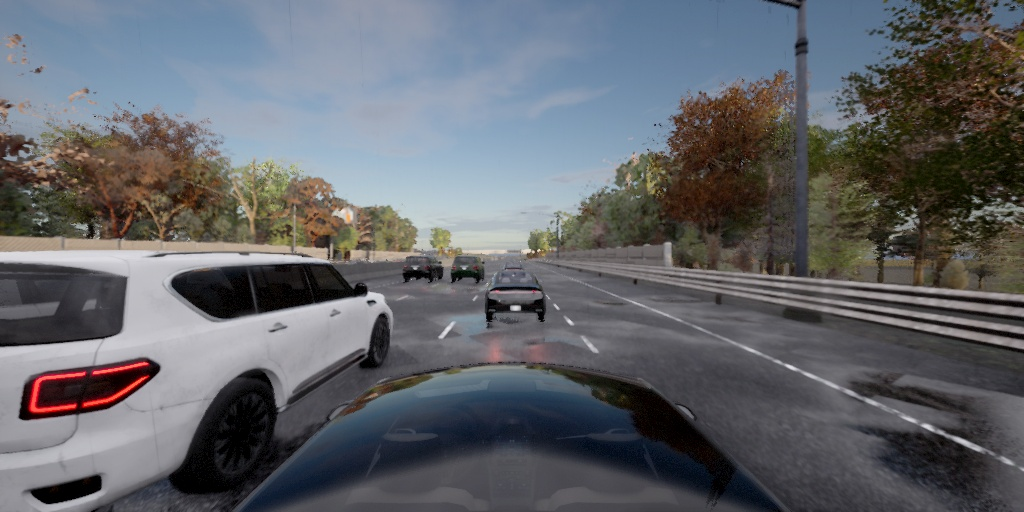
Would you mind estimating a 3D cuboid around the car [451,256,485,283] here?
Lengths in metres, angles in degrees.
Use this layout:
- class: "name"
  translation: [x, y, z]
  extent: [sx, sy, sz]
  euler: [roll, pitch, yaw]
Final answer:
- class: "car"
  translation: [-3.398, 0.985, 28.251]
  extent: [2.150, 2.045, 5.566]
  euler: [0, 0, 0]

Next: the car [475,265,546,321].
- class: "car"
  translation: [0.102, 1.244, 12.447]
  extent: [2.128, 1.511, 4.902]
  euler: [0, 0, 0]

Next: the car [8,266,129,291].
- class: "car"
  translation: [-28.096, 1.359, 23.039]
  extent: [1.895, 1.301, 4.718]
  euler: [0, 0, 0]

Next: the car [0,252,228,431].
- class: "car"
  translation: [-6.899, 0.971, 4.563]
  extent: [2.150, 2.045, 5.566]
  euler: [0, 0, 0]

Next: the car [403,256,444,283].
- class: "car"
  translation: [-6.897, 0.985, 28.264]
  extent: [2.150, 2.045, 5.566]
  euler: [0, 0, 0]

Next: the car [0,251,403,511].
- class: "car"
  translation: [-3.400, 0.972, 4.672]
  extent: [2.150, 2.045, 5.566]
  euler: [0, 0, 0]

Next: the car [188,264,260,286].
- class: "car"
  translation: [-21.094, 1.325, 26.528]
  extent: [1.994, 1.385, 4.181]
  euler: [0, 0, 0]

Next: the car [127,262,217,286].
- class: "car"
  translation: [-24.594, 1.238, 26.274]
  extent: [1.882, 1.535, 5.008]
  euler: [0, 0, 0]

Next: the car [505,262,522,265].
- class: "car"
  translation: [0.104, 1.256, 29.095]
  extent: [2.128, 1.511, 4.902]
  euler: [0, 0, 0]
